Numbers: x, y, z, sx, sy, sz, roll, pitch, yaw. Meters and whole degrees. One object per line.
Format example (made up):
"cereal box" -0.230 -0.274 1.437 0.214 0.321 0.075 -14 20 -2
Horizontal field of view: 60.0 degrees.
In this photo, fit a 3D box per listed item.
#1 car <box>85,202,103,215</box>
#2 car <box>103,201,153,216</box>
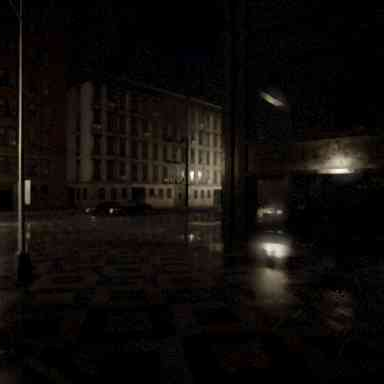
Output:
"car" -9.326 1.725 36.268 1.812 1.442 4.674 0 0 43
"car" -6.332 1.709 34.720 2.128 1.511 4.902 0 0 43
